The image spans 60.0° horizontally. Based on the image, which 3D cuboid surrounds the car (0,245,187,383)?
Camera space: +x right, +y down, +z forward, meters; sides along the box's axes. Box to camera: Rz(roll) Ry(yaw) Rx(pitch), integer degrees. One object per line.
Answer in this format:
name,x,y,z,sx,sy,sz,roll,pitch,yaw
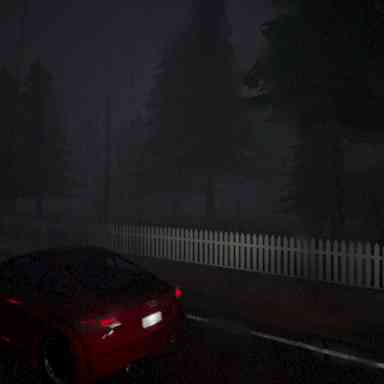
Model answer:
car,-2.143,1.568,5.317,4.181,1.385,1.994,0,0,35
